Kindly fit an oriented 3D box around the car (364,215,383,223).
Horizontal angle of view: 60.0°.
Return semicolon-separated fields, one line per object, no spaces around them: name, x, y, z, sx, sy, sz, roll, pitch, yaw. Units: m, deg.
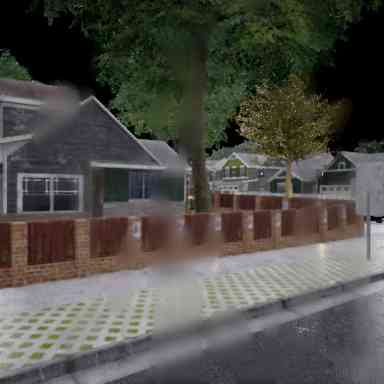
car;10.761;1.353;22.637;1.895;1.301;4.718;0;1;-32

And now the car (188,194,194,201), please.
car;-1.156;0.830;41.666;1.812;1.442;4.674;0;1;-32

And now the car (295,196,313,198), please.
car;9.636;1.129;30.049;2.128;1.511;4.902;0;1;-33
